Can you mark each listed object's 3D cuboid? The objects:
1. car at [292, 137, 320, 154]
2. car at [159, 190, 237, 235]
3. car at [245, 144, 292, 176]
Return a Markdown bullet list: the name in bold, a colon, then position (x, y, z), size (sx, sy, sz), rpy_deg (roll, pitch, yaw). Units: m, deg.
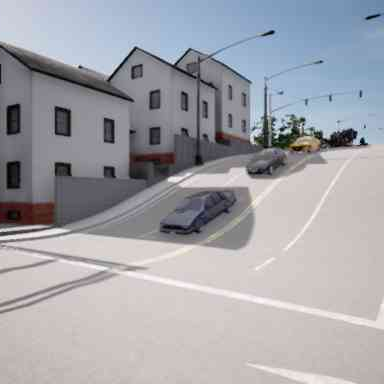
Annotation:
- **car**: position (11.234, -4.674, 32.969), size (1.882, 1.535, 5.008), rpy_deg (0, 9, 36)
- **car**: position (0.470, 0.816, 17.448), size (2.033, 1.411, 5.357), rpy_deg (0, 16, 34)
- **car**: position (5.546, -2.359, 24.861), size (1.837, 1.490, 4.892), rpy_deg (0, 17, 34)
